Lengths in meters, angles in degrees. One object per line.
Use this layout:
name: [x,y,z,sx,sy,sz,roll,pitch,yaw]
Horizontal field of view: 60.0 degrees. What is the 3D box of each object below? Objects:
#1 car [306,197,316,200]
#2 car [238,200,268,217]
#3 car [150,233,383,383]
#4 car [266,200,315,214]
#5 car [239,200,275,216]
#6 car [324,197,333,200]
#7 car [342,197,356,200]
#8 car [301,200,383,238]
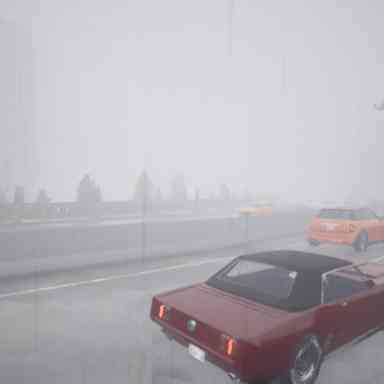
car: [25.501,1.717,71.094,1.994,1.385,4.181,0,0,23]
car: [5.870,1.556,28.429,1.882,1.535,5.008,0,0,41]
car: [1.818,1.615,5.281,4.718,1.301,1.895,0,0,-37]
car: [7.772,1.590,25.311,1.812,1.442,4.674,0,0,42]
car: [7.010,1.603,35.308,1.837,1.490,4.892,0,0,37]
car: [25.658,1.681,62.591,2.033,1.411,5.357,0,0,23]
car: [28.000,1.626,59.201,1.837,1.490,4.892,0,0,24]
car: [6.877,1.383,14.214,4.553,1.767,2.097,0,0,-43]
